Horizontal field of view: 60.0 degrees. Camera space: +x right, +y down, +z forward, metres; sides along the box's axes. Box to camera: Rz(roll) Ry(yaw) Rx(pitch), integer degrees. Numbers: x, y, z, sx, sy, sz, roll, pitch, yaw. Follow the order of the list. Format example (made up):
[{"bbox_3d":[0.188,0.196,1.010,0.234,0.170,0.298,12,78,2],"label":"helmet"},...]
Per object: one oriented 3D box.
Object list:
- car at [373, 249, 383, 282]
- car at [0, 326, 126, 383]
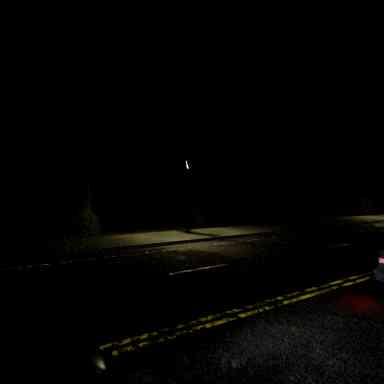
[{"bbox_3d":[6.574,1.550,8.179,5.357,1.411,2.033,0,0,-35],"label":"car"},{"bbox_3d":[-2.663,1.490,1.539,4.902,1.511,2.128,0,0,-36],"label":"car"}]
